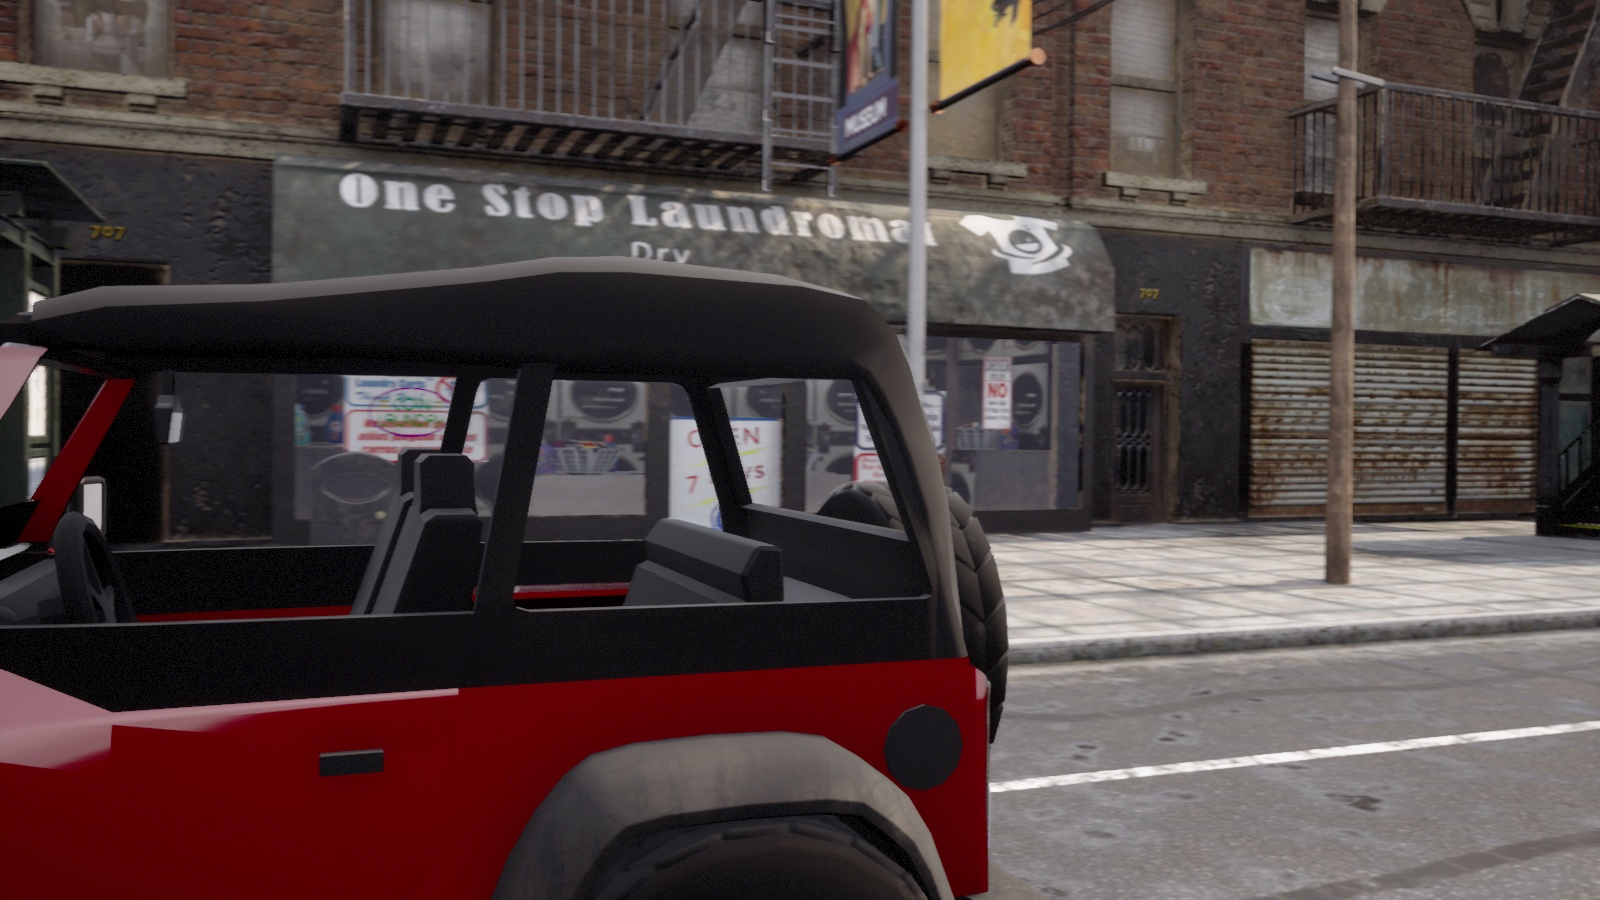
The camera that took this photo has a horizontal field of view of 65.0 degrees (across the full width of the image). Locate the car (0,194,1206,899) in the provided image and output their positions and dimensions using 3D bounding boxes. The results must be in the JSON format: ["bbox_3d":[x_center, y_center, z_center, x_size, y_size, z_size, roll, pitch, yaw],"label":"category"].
[{"bbox_3d":[-1.329,0.564,2.732,3.866,1.878,1.905,-1,1,-21],"label":"car"}]
